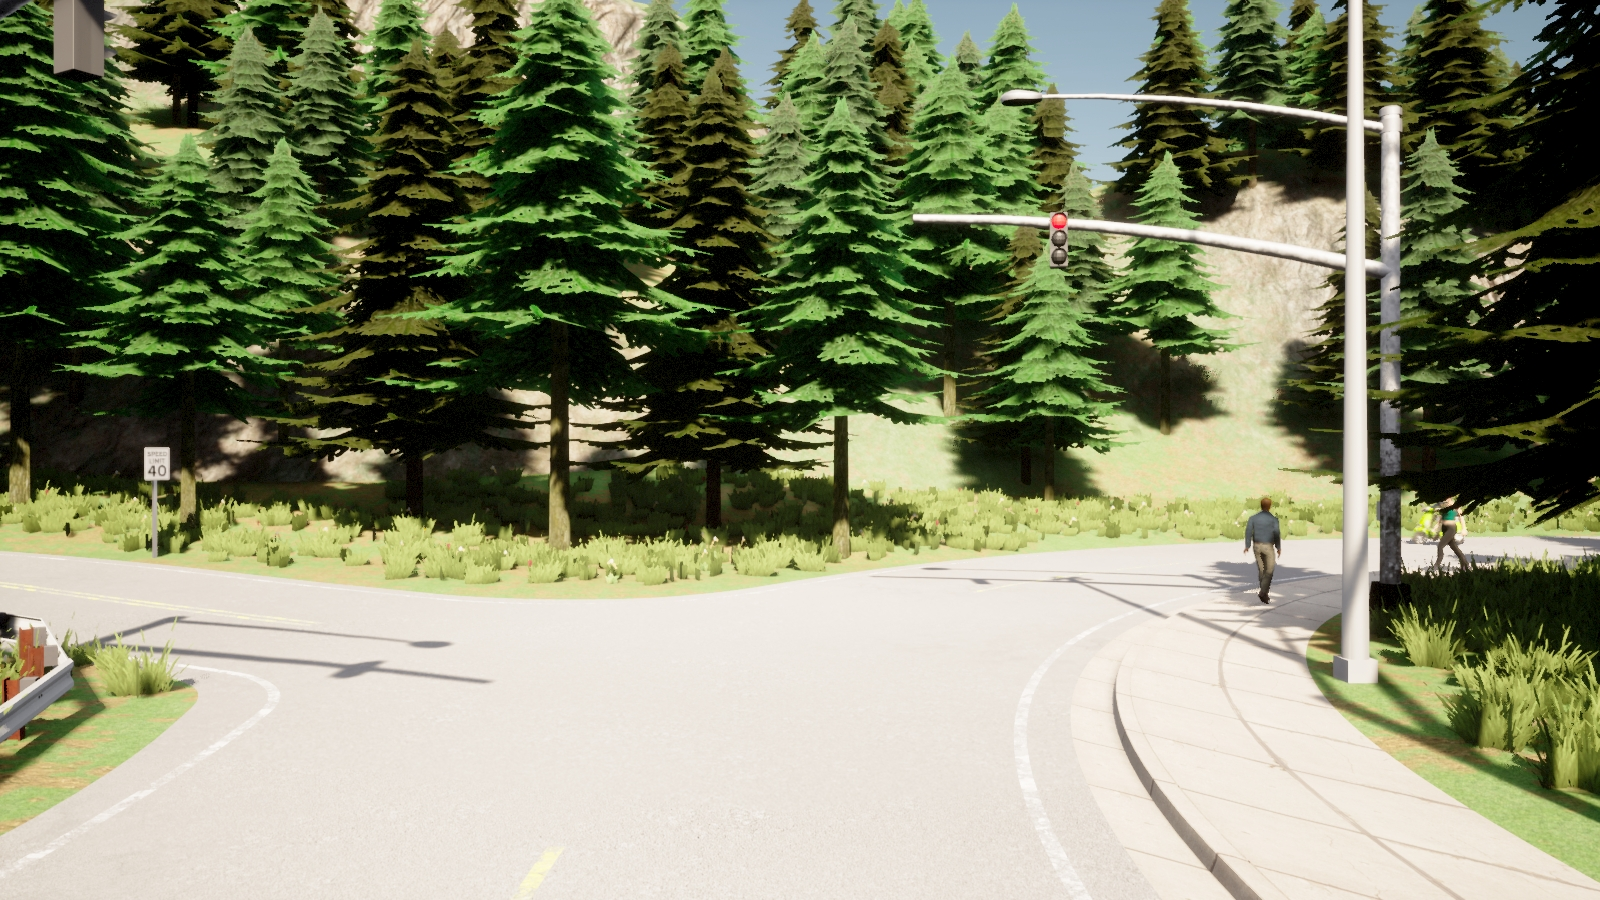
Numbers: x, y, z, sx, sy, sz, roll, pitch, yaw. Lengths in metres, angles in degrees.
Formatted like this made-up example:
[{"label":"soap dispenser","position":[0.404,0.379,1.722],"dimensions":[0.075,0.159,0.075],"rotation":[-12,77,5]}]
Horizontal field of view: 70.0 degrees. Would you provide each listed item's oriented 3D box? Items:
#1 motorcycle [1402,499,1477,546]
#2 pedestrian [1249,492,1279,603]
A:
[{"label":"motorcycle","position":[18.768,2.113,33.553],"dimensions":[1.805,1.316,0.856],"rotation":[0,0,-11]},{"label":"pedestrian","position":[7.964,1.668,19.606],"dimensions":[0.375,1.860,0.375],"rotation":[0,0,40]}]
